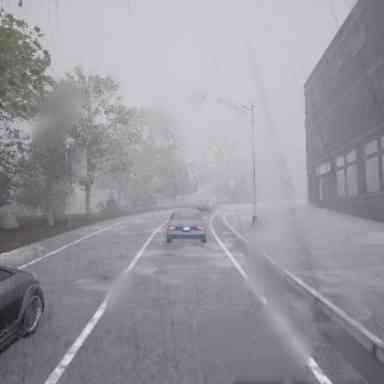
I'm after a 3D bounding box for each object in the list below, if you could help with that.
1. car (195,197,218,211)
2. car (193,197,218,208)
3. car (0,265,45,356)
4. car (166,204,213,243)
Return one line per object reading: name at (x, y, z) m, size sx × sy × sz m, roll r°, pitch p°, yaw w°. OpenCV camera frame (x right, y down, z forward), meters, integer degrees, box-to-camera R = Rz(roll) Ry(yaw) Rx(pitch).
car at (1.426, 1.460, 35.097) m, size 2.033 × 1.411 × 5.357 m, roll -1°, pitch 0°, yaw 13°
car at (2.018, 1.464, 47.425) m, size 1.837 × 1.490 × 4.892 m, roll -3°, pitch -1°, yaw 25°
car at (-3.413, 1.574, 3.827) m, size 1.994 × 1.385 × 4.181 m, roll 0°, pitch 0°, yaw -1°
car at (-0.247, 1.550, 16.234) m, size 2.033 × 1.411 × 5.357 m, roll 0°, pitch 0°, yaw -1°
